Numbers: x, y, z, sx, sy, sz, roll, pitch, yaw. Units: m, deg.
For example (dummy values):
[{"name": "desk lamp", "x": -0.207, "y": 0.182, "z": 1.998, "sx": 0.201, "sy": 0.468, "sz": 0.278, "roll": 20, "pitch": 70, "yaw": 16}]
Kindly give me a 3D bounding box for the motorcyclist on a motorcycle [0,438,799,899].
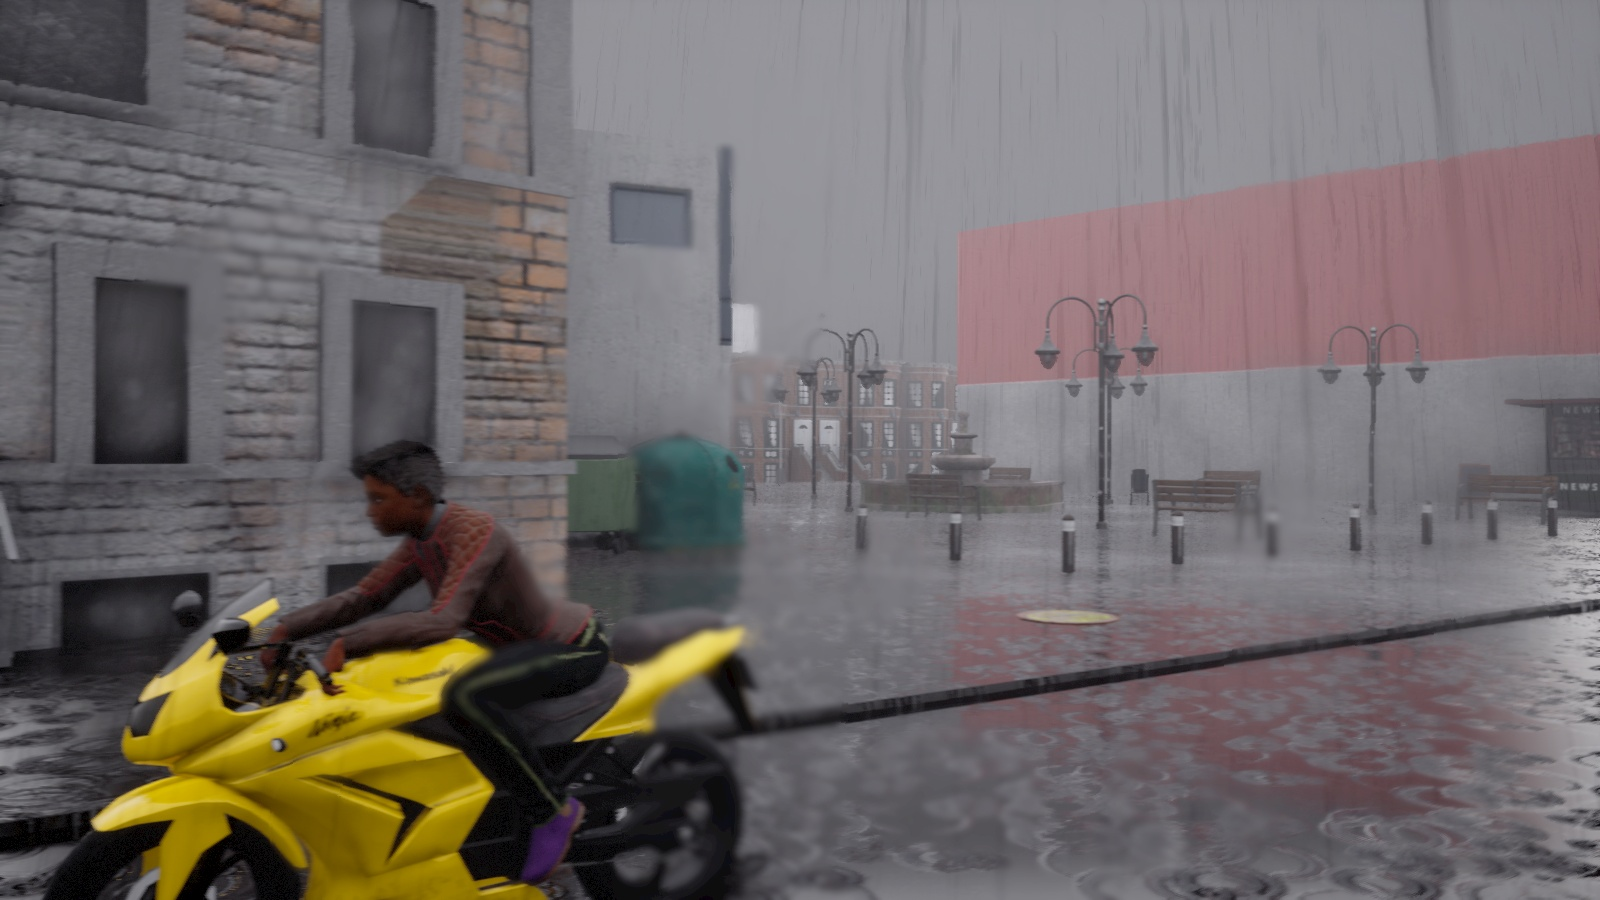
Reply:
[{"name": "motorcyclist on a motorcycle", "x": -1.071, "y": 0.738, "z": 3.523, "sx": 2.044, "sy": 1.523, "sz": 0.797, "roll": 0, "pitch": 0, "yaw": -35}]
